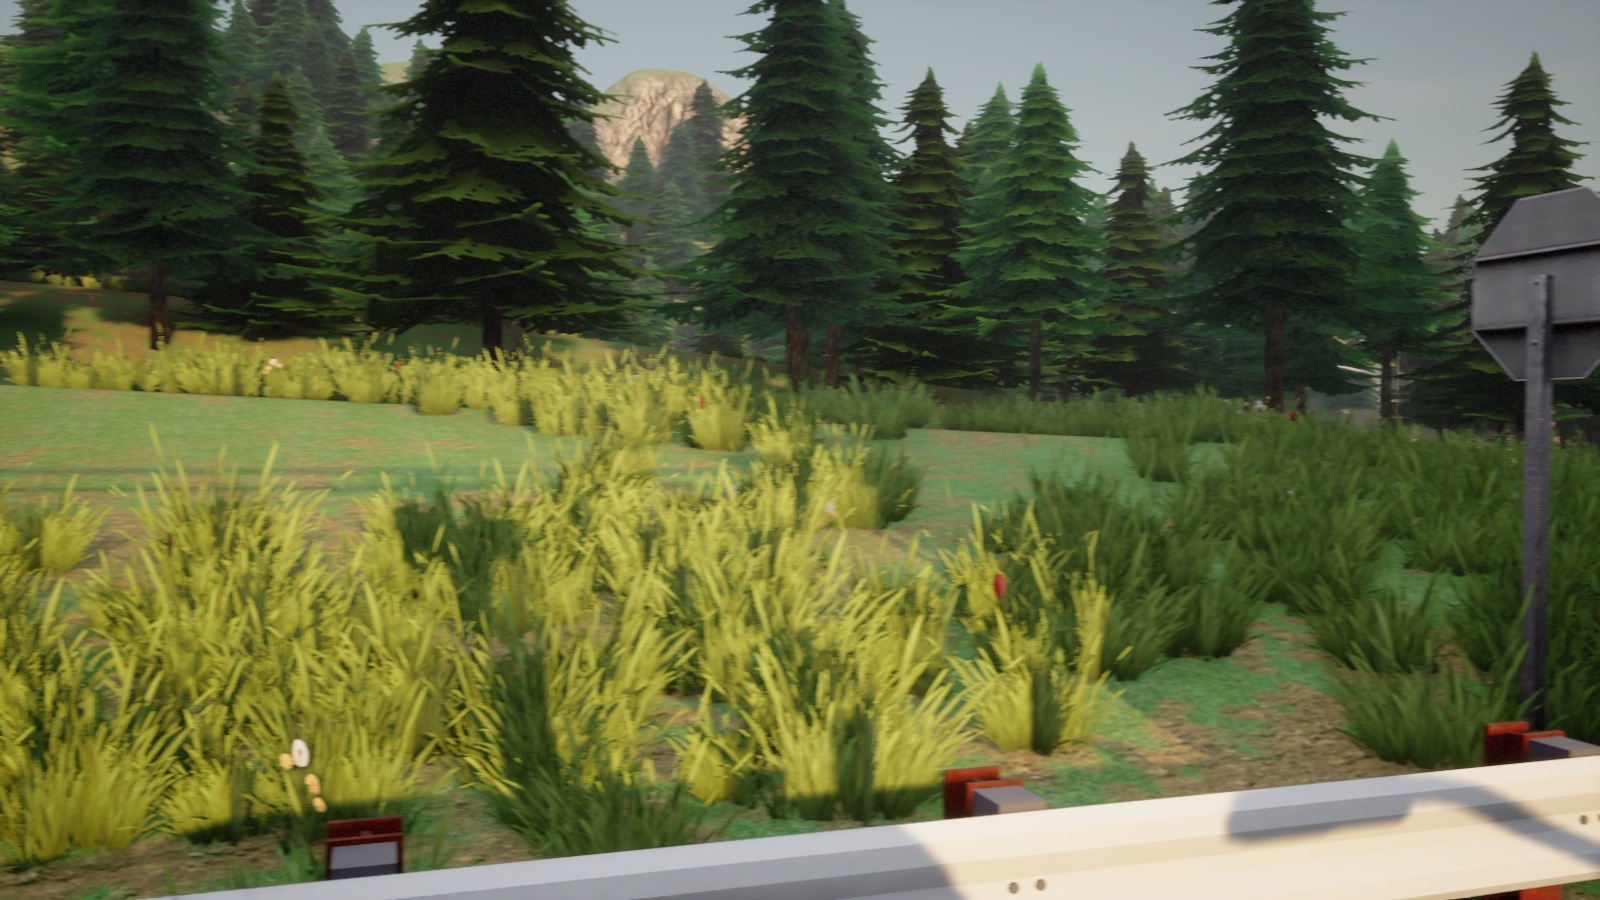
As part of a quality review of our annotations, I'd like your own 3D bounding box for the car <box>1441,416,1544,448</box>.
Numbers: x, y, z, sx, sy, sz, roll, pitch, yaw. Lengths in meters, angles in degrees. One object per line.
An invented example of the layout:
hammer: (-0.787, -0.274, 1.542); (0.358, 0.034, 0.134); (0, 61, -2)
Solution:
car: (37.579, -0.961, 68.246); (2.242, 1.667, 4.611); (-1, 1, -18)
